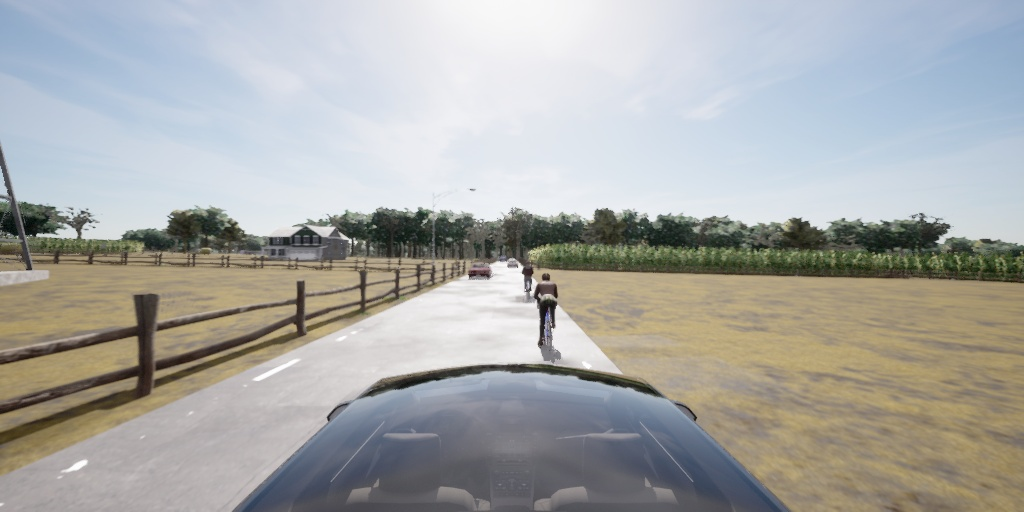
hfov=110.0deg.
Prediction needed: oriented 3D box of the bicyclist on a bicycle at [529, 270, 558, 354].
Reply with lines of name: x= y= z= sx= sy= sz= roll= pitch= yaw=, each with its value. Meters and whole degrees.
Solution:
bicyclist on a bicycle: x=0.763 y=1.203 z=7.877 sx=0.582 sy=1.620 sz=1.656 roll=0 pitch=0 yaw=0

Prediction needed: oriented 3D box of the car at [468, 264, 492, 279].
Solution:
car: x=-2.833 y=1.348 z=32.570 sx=1.895 sy=1.301 sz=4.718 roll=0 pitch=0 yaw=0

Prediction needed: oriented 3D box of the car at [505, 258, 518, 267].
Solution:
car: x=0.130 y=1.309 z=62.544 sx=1.895 sy=1.301 sz=4.718 roll=0 pitch=0 yaw=0

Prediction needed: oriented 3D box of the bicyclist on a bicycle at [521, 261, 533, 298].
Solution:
bicyclist on a bicycle: x=0.768 y=1.122 z=17.524 sx=0.659 sy=1.776 sz=1.843 roll=0 pitch=0 yaw=0
